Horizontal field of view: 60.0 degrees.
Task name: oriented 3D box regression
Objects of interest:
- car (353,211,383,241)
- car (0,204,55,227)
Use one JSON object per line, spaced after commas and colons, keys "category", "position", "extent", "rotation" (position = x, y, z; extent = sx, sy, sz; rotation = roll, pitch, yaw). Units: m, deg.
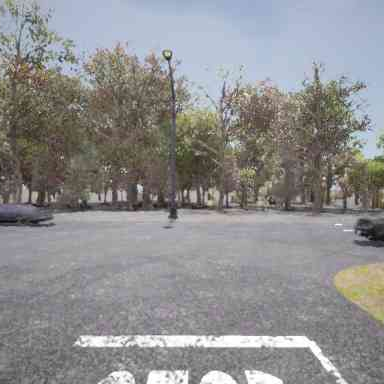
{"category": "car", "position": [9.750, 1.552, 14.622], "extent": [4.892, 1.490, 1.837], "rotation": [0, 0, 0]}
{"category": "car", "position": [-11.905, 1.470, 21.780], "extent": [5.357, 1.411, 2.033], "rotation": [0, 0, 1]}
